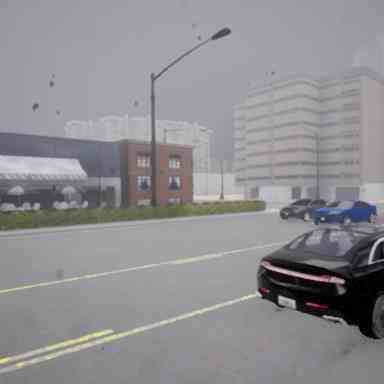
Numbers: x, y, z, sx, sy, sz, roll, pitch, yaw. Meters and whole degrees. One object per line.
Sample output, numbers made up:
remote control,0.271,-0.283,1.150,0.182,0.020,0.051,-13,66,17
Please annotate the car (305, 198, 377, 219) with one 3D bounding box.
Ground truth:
car,9.199,1.189,19.881,5.008,1.535,1.882,-1,0,-38

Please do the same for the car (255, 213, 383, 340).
car,3.343,1.394,6.401,4.902,1.511,2.128,-1,1,-37

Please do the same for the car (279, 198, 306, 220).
car,8.151,1.208,23.492,4.892,1.490,1.837,-1,0,-38
